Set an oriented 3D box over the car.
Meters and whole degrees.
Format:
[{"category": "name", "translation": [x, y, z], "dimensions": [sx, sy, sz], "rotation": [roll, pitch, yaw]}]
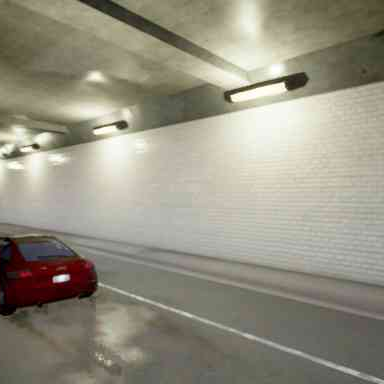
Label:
[{"category": "car", "translation": [-4.058, 1.706, 8.022], "dimensions": [4.181, 1.385, 1.994], "rotation": [0, -2, 44]}]
